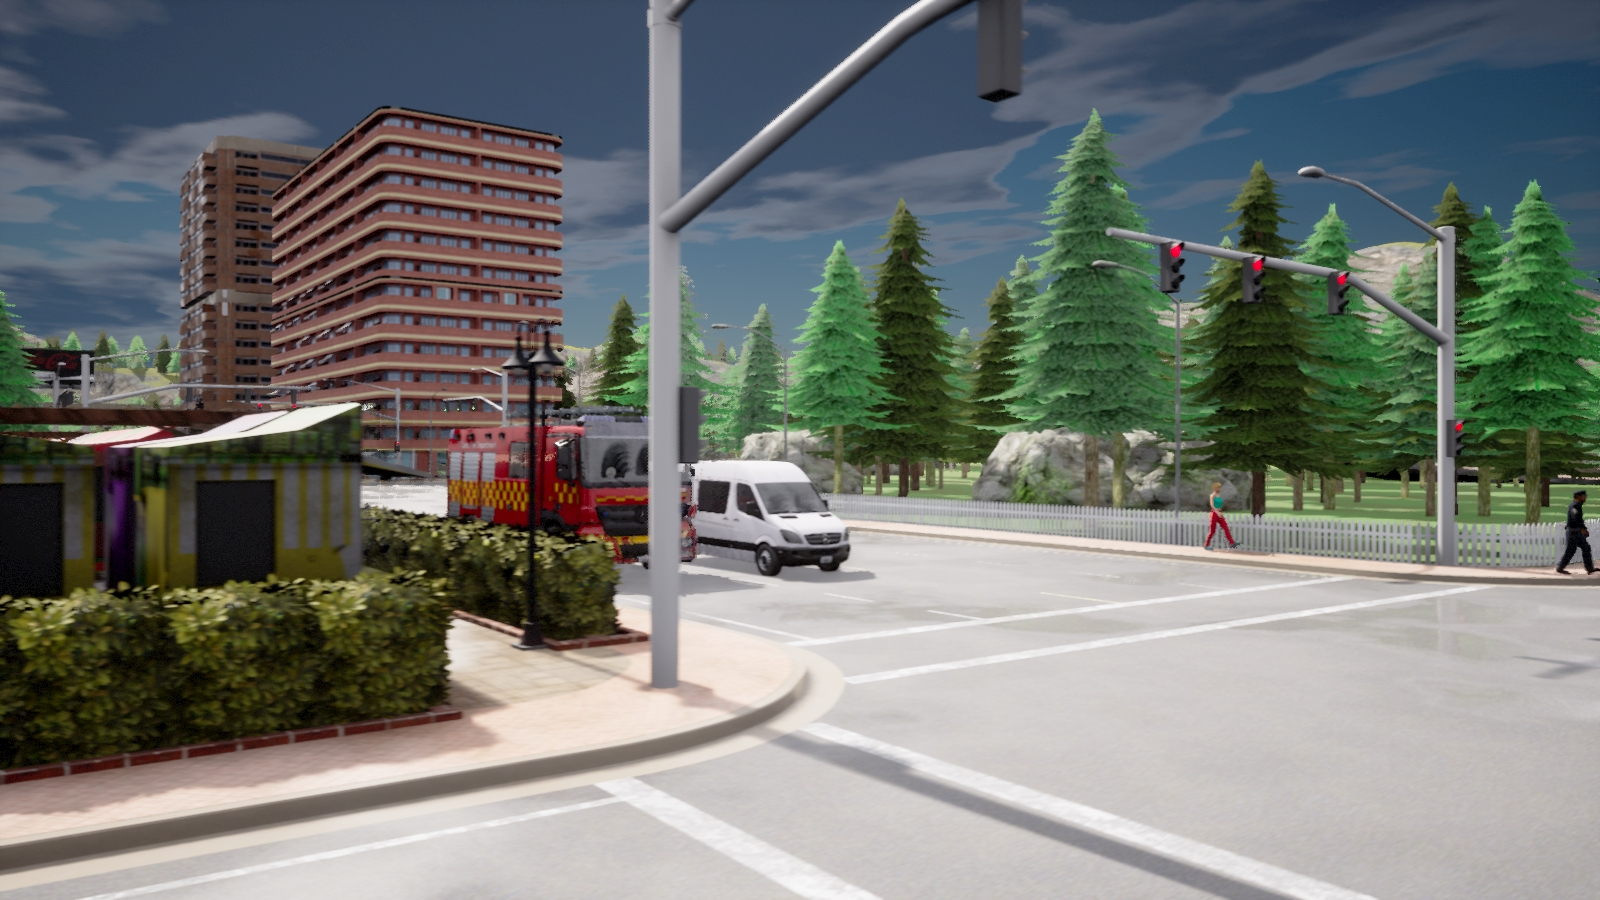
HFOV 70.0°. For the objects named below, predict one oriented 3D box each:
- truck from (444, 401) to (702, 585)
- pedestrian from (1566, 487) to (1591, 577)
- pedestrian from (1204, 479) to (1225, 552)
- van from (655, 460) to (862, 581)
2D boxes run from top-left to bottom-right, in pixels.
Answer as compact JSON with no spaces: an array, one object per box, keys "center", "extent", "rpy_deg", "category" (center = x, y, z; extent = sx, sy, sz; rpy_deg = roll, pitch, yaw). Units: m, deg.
[{"center":[-5.850,0.894,27.990],"extent":[2.891,3.827,8.468],"rpy_deg":[0,0,-36],"category":"truck"},{"center":[16.323,1.705,23.953],"extent":[0.375,1.860,0.375],"rpy_deg":[0,0,44],"category":"pedestrian"},{"center":[10.809,1.704,29.814],"extent":[0.375,1.860,0.375],"rpy_deg":[0,0,-36],"category":"pedestrian"},{"center":[-1.166,1.539,27.535],"extent":[1.988,2.561,5.915],"rpy_deg":[0,0,-37],"category":"van"}]
